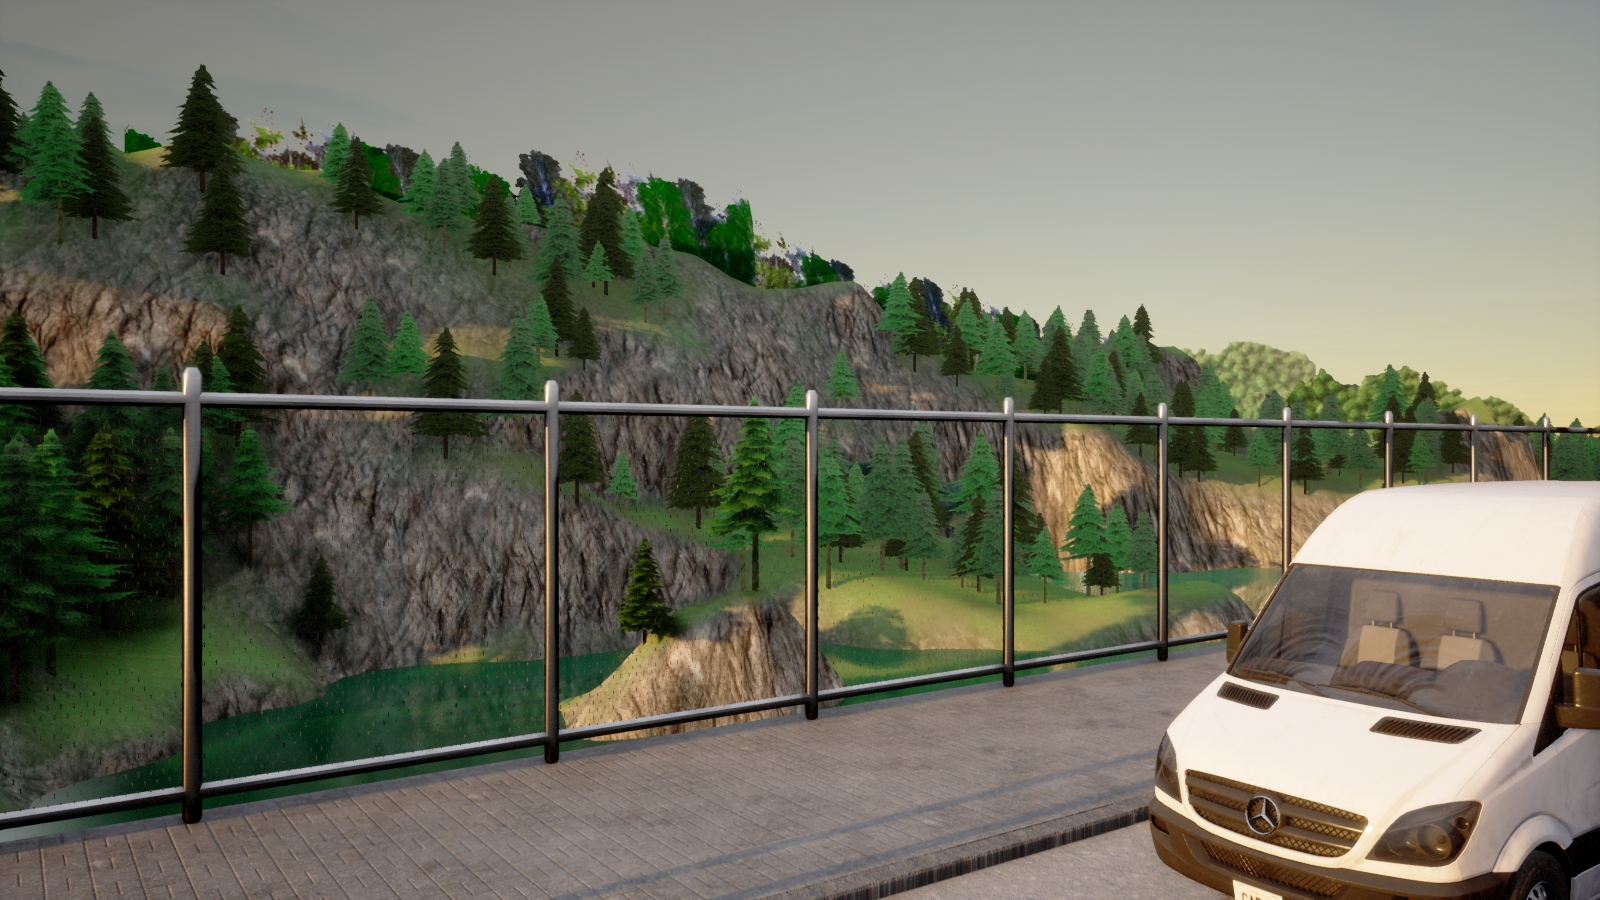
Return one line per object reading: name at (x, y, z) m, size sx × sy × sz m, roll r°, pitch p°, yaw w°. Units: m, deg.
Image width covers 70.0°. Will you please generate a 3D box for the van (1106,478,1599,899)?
van at (4.843, 1.531, 7.777) m, size 5.915 × 2.561 × 1.988 m, roll 0°, pitch 0°, yaw -35°
